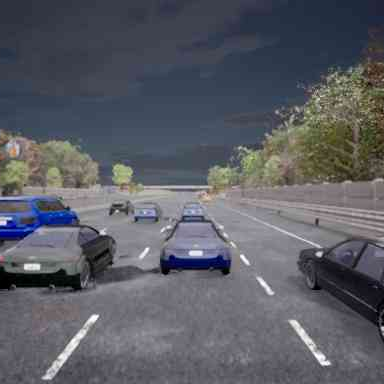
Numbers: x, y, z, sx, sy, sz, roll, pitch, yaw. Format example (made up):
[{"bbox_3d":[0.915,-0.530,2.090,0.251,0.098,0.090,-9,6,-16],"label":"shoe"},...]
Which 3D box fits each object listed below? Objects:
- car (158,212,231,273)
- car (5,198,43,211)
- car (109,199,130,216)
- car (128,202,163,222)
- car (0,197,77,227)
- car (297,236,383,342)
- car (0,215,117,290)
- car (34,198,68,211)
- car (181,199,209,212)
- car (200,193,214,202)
[{"bbox_3d":[0.099,1.564,10.668,1.994,1.385,4.181,0,0,0],"label":"car"},{"bbox_3d":[-21.087,1.561,41.948,2.033,1.411,5.357,0,0,0],"label":"car"},{"bbox_3d":[-6.904,1.513,33.130,1.837,1.490,4.892,0,0,0],"label":"car"},{"bbox_3d":[-3.402,1.553,26.561,2.033,1.411,5.357,0,0,0],"label":"car"},{"bbox_3d":[-6.902,1.223,14.836,2.150,2.045,5.566,0,0,0],"label":"car"},{"bbox_3d":[3.635,1.523,6.002,2.033,1.411,5.357,0,0,-1],"label":"car"},{"bbox_3d":[-3.401,1.564,9.081,1.994,1.385,4.181,0,0,0],"label":"car"},{"bbox_3d":[-17.591,1.561,41.836,2.033,1.411,5.357,0,0,0],"label":"car"},{"bbox_3d":[0.093,1.553,27.472,2.033,1.411,5.357,0,0,0],"label":"car"},{"bbox_3d":[3.488,1.524,78.696,1.882,1.535,5.008,0,0,0],"label":"car"}]
